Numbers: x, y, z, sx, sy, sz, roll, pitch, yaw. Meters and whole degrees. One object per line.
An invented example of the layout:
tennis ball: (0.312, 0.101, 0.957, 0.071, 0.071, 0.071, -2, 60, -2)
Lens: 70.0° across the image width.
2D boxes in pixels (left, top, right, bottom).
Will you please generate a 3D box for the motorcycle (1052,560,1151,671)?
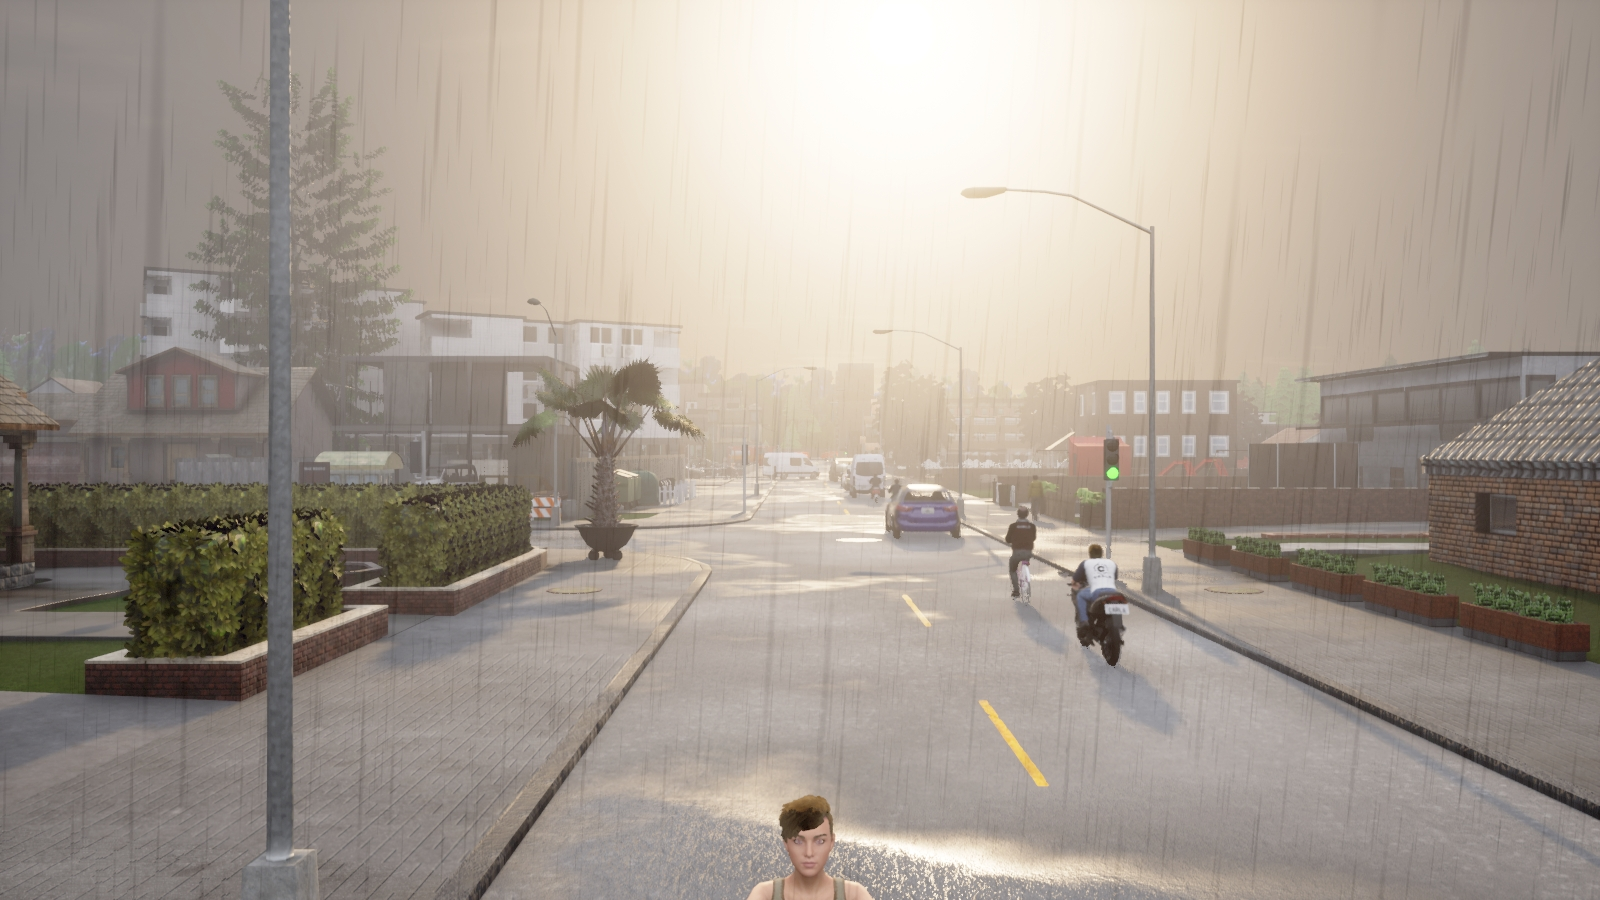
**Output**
motorcycle: (4.038, 2.186, 15.449, 0.803, 1.199, 2.033, 0, 0, 0)

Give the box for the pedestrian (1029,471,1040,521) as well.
pedestrian: (8.879, 1.744, 43.225, 0.375, 1.860, 0.375, 0, 0, 7)

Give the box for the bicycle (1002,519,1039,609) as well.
bicycle: (4.042, 2.060, 20.981, 0.329, 1.471, 1.835, 0, 0, 0)

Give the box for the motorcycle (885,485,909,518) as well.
motorcycle: (4.032, 2.142, 47.762, 0.856, 1.316, 1.805, 0, 0, 0)

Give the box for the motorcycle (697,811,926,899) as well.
motorcycle: (0.039, 2.155, 3.558, 0.764, 1.307, 2.356, 0, 0, 0)

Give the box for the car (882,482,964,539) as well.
car: (4.036, 1.967, 38.129, 2.242, 1.667, 4.611, 0, 0, 0)

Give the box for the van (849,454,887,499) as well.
van: (4.032, 1.534, 68.676, 1.988, 2.561, 5.915, 0, 0, 0)
